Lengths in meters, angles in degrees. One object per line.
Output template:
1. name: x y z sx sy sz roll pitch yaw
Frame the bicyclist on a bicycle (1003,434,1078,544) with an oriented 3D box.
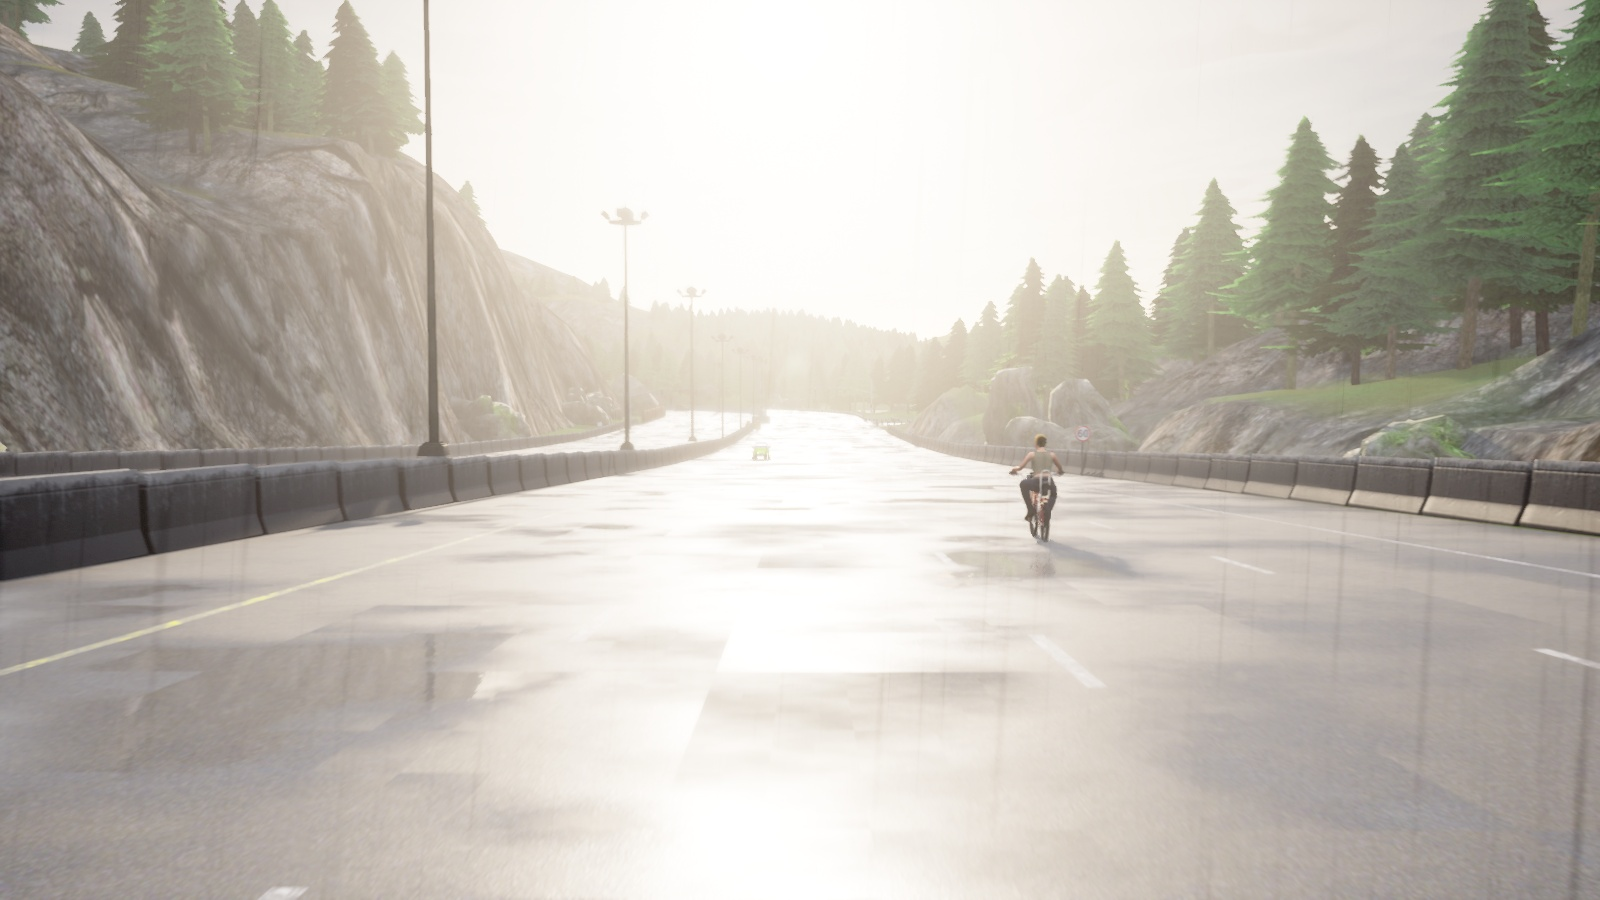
1. bicyclist on a bicycle: 3.645 0.569 19.179 0.866 1.612 1.509 0 0 1

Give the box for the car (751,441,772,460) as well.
1. car: -2.942 0.002 95.664 1.481 1.376 2.207 0 1 0
